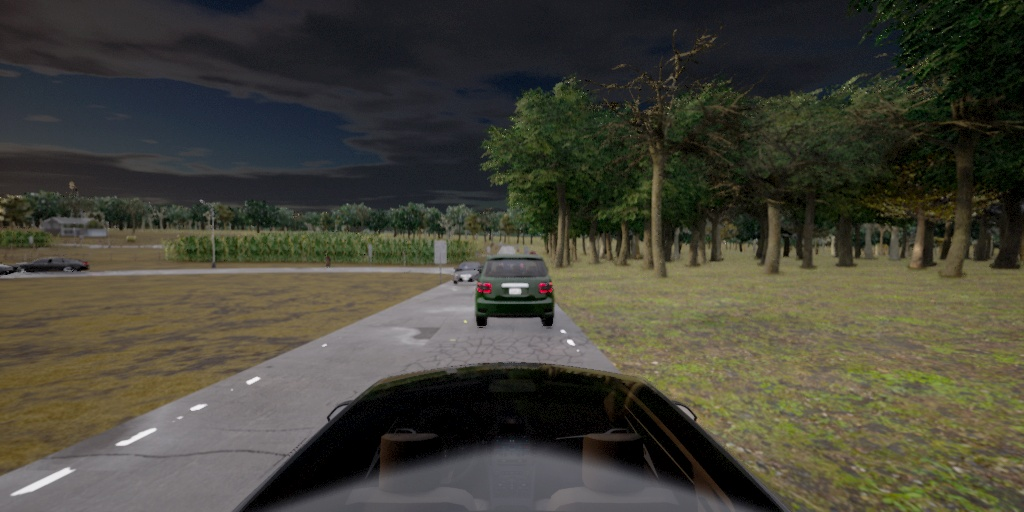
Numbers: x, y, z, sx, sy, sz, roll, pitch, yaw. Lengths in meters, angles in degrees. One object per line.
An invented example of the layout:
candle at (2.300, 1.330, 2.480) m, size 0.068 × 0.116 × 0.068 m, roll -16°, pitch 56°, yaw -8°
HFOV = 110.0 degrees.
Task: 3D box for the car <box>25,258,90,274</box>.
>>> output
car at (-43.864, 0.920, 34.060) m, size 4.892 × 1.490 × 1.837 m, roll 0°, pitch 2°, yaw -35°

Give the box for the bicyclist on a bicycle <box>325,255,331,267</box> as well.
bicyclist on a bicycle at (-23.625, 0.665, 46.044) m, size 0.582 × 1.620 × 1.656 m, roll 0°, pitch 1°, yaw -11°

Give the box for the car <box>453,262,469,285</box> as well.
car at (-2.907, 1.168, 24.981) m, size 2.128 × 1.511 × 4.902 m, roll 0°, pitch 0°, yaw 0°

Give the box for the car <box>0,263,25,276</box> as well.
car at (-44.997, 1.036, 29.726) m, size 4.892 × 1.490 × 1.837 m, roll -1°, pitch 2°, yaw -37°

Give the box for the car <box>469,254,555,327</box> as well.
car at (0.063, 0.956, 11.577) m, size 2.150 × 2.045 × 5.566 m, roll 0°, pitch 0°, yaw 0°
